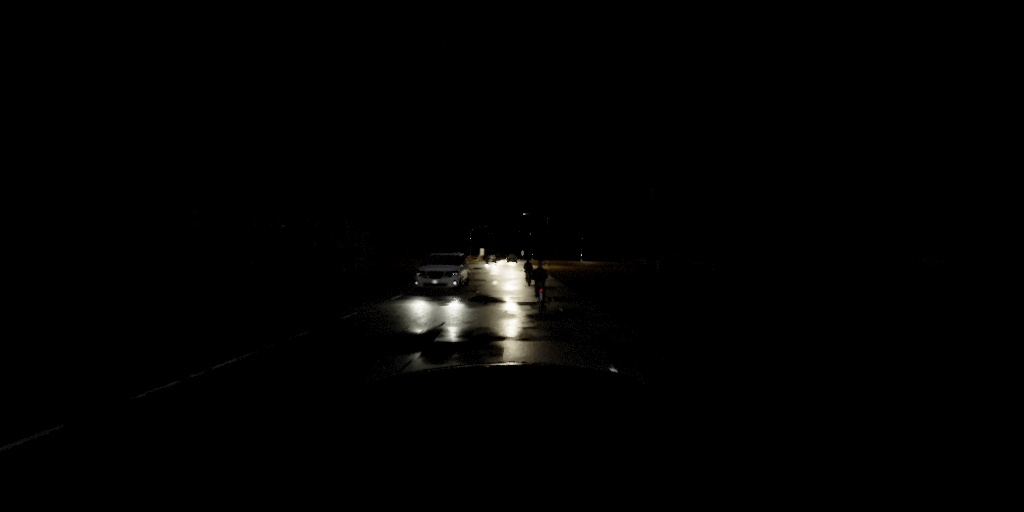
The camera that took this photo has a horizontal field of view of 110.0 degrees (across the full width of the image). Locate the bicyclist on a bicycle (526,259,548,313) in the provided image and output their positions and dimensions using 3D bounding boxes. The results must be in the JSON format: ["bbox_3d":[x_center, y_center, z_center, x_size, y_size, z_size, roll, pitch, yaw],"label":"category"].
[{"bbox_3d":[0.963,1.039,12.539,0.659,1.776,1.843,0,1,0],"label":"bicyclist on a bicycle"}]

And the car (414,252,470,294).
[{"bbox_3d":[-3.603,0.808,19.500,2.150,2.045,5.566,0,1,0],"label":"car"}]

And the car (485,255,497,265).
[{"bbox_3d":[-3.547,0.653,61.204,2.128,1.511,4.902,0,0,1],"label":"car"}]

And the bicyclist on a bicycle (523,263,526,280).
[{"bbox_3d":[0.961,1.018,21.284,0.582,1.620,1.656,0,0,0],"label":"bicyclist on a bicycle"}]
